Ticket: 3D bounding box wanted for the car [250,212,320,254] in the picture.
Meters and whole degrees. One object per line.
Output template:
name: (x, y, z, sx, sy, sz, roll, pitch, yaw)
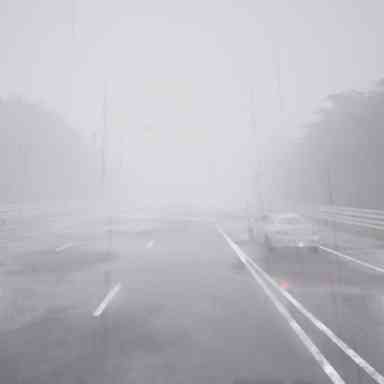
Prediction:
car: (3.644, 1.555, 13.605, 1.812, 1.442, 4.674, 0, 0, -2)
